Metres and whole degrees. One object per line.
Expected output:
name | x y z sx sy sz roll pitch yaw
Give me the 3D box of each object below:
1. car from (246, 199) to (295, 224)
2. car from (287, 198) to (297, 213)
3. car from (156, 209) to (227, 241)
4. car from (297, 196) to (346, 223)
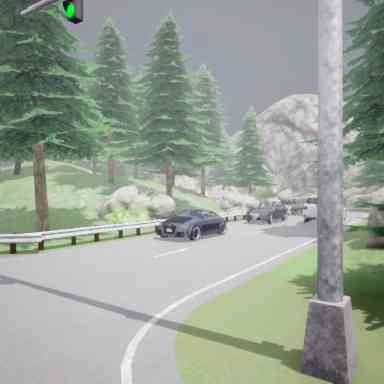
car | 5.725 1.507 25.092 2.128 1.511 4.902 0 0 35
car | 11.298 1.520 33.656 1.837 1.490 4.892 0 0 27
car | 0.091 1.579 16.896 1.994 1.385 4.181 0 0 34
car | 10.049 1.352 25.029 2.150 2.045 5.566 0 -1 34
